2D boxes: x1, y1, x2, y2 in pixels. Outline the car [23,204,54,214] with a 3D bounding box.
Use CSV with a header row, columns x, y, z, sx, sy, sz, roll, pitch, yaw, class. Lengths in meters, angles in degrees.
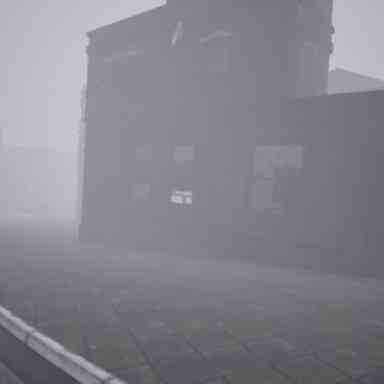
x,y,z,sx,sy,sz,roll,pitch,yaw,class
-22.530,2.481,49.217,2.033,1.411,5.357,4,-1,10,car
